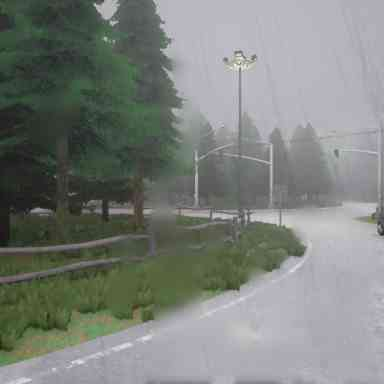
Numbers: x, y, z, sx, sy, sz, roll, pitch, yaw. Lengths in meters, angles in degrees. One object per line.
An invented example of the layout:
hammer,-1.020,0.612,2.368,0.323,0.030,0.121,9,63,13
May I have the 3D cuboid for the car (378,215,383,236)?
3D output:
car,10.266,1.352,15.402,2.097,1.767,4.553,0,0,15
